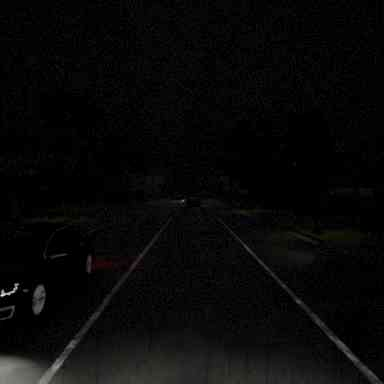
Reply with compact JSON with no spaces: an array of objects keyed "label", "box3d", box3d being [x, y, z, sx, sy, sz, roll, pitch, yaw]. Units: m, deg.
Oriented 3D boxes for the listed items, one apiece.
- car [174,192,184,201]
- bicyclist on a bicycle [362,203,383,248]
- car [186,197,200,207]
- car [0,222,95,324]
[{"label":"car","box3d":[-3.412,1.440,84.117,1.882,1.535,5.008,0,0,0]},{"label":"bicyclist on a bicycle","box3d":[6.897,1.221,11.904,1.656,1.620,0.582,0,0,0]},{"label":"car","box3d":[0.161,1.439,49.992,1.882,1.535,5.008,0,0,0]},{"label":"car","box3d":[-3.581,1.501,7.324,1.837,1.490,4.892,0,0,0]}]
